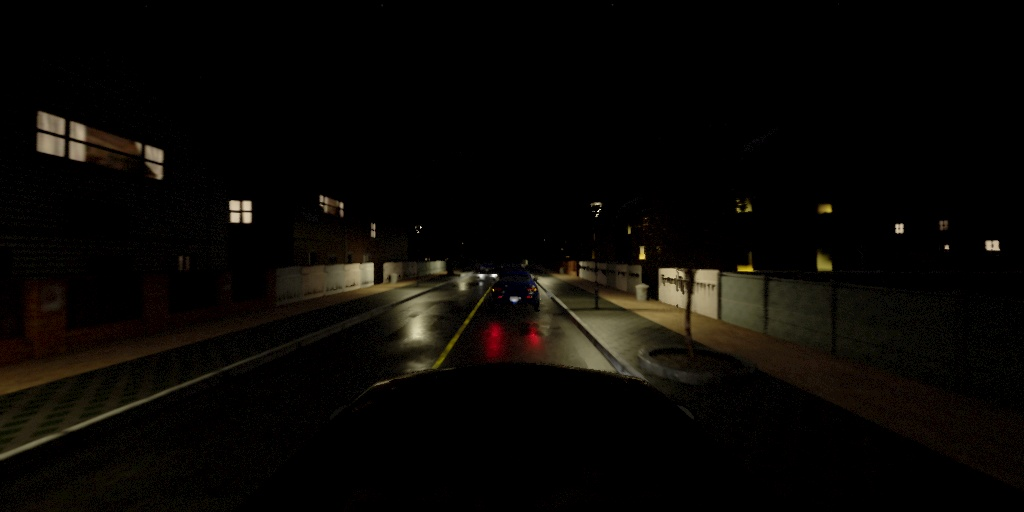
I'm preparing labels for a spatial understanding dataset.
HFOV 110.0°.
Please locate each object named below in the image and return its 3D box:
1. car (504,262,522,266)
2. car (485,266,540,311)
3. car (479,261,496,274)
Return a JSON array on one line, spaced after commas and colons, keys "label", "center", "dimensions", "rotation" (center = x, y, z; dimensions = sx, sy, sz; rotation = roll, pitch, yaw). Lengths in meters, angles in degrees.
[{"label": "car", "center": [0.081, 1.269, 30.239], "dimensions": [1.882, 1.535, 5.008], "rotation": [0, 0, 0]}, {"label": "car", "center": [0.085, 1.284, 14.380], "dimensions": [1.812, 1.442, 4.674], "rotation": [0, 0, 0]}, {"label": "car", "center": [-2.853, 1.374, 43.343], "dimensions": [1.812, 1.442, 4.674], "rotation": [0, 0, 0]}]
